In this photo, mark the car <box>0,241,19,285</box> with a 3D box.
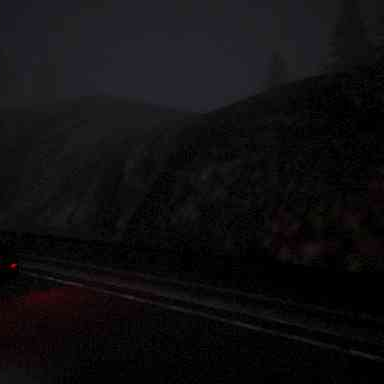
[{"bbox_3d":[-6.014,1.485,7.876,4.674,1.442,1.812,0,0,31],"label":"car"}]
